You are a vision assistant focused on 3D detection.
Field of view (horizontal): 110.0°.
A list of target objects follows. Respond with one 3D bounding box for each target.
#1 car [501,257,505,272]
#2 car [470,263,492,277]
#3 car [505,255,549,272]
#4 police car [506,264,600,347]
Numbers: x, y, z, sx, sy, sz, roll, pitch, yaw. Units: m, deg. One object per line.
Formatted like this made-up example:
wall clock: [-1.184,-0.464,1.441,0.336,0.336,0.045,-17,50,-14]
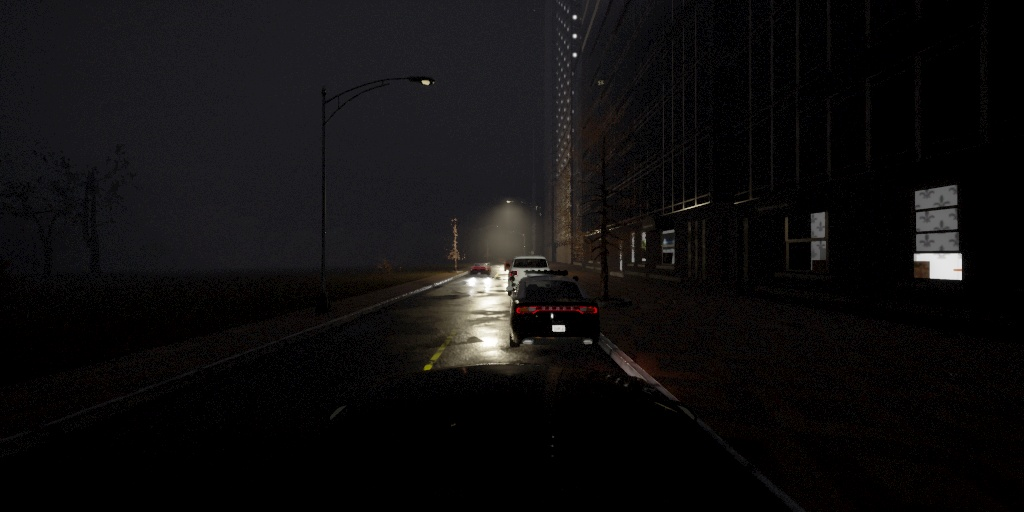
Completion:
car: [-0.053,1.226,47.535,1.882,1.535,5.008,0,0,0]
car: [-3.056,1.350,35.513,1.895,1.301,4.718,0,0,0]
car: [0.870,0.975,19.340,2.150,2.045,5.566,0,0,0]
police car: [0.886,1.175,9.418,1.930,1.638,5.238,0,0,0]
